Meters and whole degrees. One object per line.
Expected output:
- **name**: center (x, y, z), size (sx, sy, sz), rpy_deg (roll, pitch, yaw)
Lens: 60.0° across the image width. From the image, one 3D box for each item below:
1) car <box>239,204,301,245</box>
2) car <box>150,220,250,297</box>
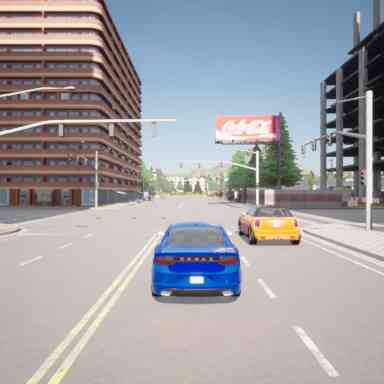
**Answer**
- **car**: center (3.473, 1.352, 15.728), size (2.097, 1.767, 4.553), rpy_deg (0, 0, 0)
- **car**: center (0.085, 1.478, 8.639), size (1.882, 1.535, 5.008), rpy_deg (0, 0, 0)
